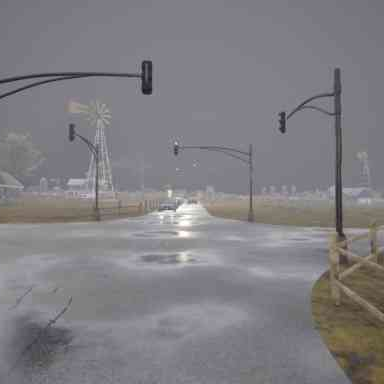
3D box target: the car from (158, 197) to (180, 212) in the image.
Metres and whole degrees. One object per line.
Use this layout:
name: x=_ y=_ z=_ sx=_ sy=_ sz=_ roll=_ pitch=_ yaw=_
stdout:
car: x=-2.875 y=1.668 z=39.744 sx=1.994 sy=1.385 sz=4.181 roll=0 pitch=0 yaw=0

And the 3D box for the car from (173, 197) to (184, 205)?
car: x=-2.787 y=1.824 z=69.076 sx=2.033 sy=1.411 sz=5.357 roll=0 pitch=0 yaw=0

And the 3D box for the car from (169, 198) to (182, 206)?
car: x=-2.863 y=1.807 z=58.467 sx=1.895 sy=1.301 sz=4.718 roll=0 pitch=0 yaw=0

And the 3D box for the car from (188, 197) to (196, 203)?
car: x=-0.036 y=1.874 z=78.933 sx=1.812 sy=1.442 sz=4.674 roll=0 pitch=0 yaw=0

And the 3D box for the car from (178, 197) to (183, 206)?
car: x=-2.877 y=1.640 z=48.487 sx=2.128 sy=1.511 sz=4.902 roll=0 pitch=0 yaw=0

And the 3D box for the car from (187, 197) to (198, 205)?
car: x=0.066 y=1.763 z=66.432 sx=1.837 sy=1.490 sz=4.892 roll=0 pitch=0 yaw=0
